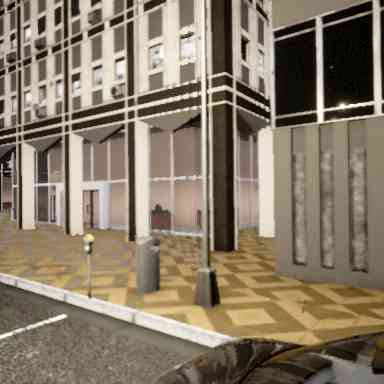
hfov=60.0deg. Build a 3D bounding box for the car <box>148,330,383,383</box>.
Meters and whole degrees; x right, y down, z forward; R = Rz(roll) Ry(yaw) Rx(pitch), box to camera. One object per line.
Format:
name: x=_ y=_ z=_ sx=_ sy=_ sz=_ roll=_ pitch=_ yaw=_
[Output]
car: x=1.481 y=1.564 z=1.826 sx=4.313 sy=1.339 sz=1.947 roll=0 pitch=-1 yaw=36
